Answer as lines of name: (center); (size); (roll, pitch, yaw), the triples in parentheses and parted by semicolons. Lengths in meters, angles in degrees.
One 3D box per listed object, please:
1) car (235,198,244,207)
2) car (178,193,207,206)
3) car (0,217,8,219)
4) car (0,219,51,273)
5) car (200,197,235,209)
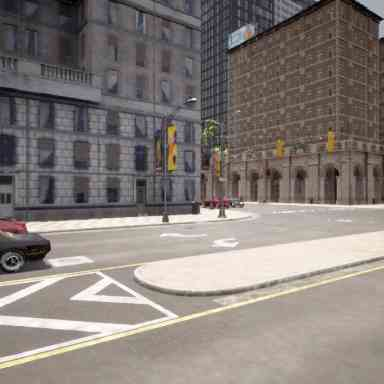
car: (5.618, 1.491, 49.006); (2.128, 1.511, 4.902); (0, 0, -35)
car: (-0.024, 1.221, 57.104); (2.150, 2.045, 5.566); (0, 0, -34)
car: (-8.515, 1.526, 12.063); (4.674, 1.442, 1.812); (0, 0, -35)
car: (-6.569, 1.601, 9.158); (4.718, 1.301, 1.895); (0, 0, -35)
car: (3.189, 1.478, 46.375); (1.882, 1.535, 5.008); (0, 0, -35)
